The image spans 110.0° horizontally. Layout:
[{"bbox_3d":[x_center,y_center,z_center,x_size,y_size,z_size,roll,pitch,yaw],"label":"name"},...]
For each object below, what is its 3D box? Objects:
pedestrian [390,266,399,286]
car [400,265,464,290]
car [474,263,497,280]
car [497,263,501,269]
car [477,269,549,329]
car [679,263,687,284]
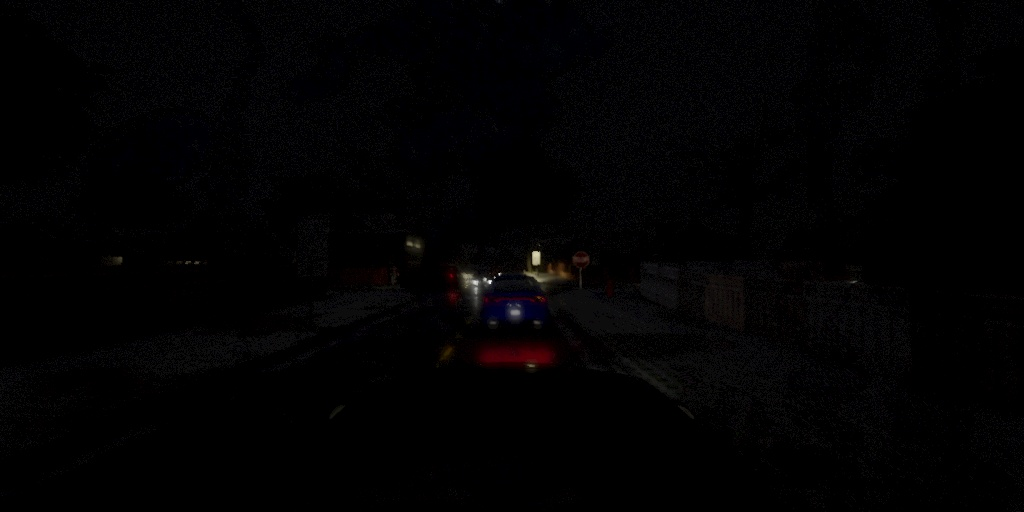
[{"bbox_3d":[-9.679,1.513,29.340,0.375,1.860,0.375,0,-2,1],"label":"pedestrian"},{"bbox_3d":[-5.883,1.521,26.206,4.553,1.767,2.097,-2,-2,19],"label":"car"},{"bbox_3d":[-2.861,1.799,38.071,1.812,1.442,4.674,0,-1,0],"label":"car"},{"bbox_3d":[-2.865,2.023,48.161,1.994,1.385,4.181,0,-1,0],"label":"car"},{"bbox_3d":[0.089,1.354,11.787,1.882,1.535,5.008,0,-1,0],"label":"car"},{"bbox_3d":[12.417,1.298,26.149,4.553,1.767,2.097,-1,-3,1],"label":"car"}]
